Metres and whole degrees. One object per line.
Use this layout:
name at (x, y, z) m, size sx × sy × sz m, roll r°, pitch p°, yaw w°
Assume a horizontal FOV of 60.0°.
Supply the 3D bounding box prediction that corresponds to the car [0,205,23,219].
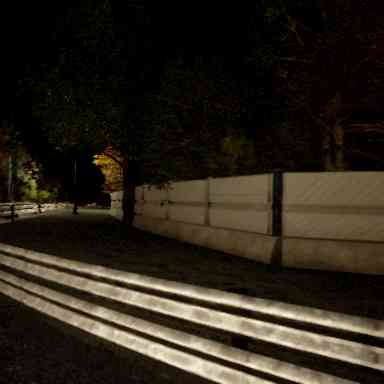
car at (-19.308, 2.036, 34.158) m, size 1.994 × 1.385 × 4.181 m, roll 1°, pitch -1°, yaw -12°

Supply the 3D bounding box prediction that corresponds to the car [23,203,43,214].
car at (-21.631, 2.184, 45.132) m, size 2.128 × 1.511 × 4.902 m, roll 1°, pitch -1°, yaw -11°
